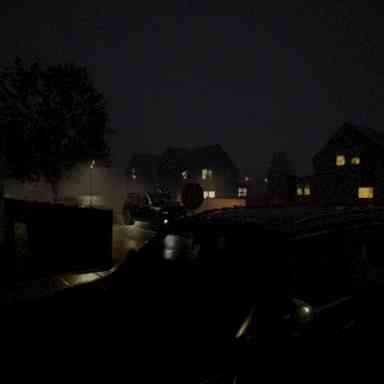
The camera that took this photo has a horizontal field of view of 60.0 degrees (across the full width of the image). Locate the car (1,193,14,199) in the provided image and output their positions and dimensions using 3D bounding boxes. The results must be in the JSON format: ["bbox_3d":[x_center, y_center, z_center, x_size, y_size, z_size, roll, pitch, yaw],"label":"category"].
[{"bbox_3d":[-44.946,1.017,81.099,2.033,1.411,5.357,1,0,-37],"label":"car"}]

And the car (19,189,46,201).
[{"bbox_3d":[-21.375,0.580,45.042,2.150,2.045,5.566,1,0,-37],"label":"car"}]

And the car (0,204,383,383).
[{"bbox_3d":[0.631,1.209,3.398,5.566,2.045,2.150,-1,0,-36],"label":"car"}]

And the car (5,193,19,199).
[{"bbox_3d":[-38.715,0.975,72.779,2.128,1.511,4.902,1,0,-37],"label":"car"}]

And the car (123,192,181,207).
[{"bbox_3d":[-2.063,1.034,19.071,2.150,2.045,5.566,1,0,-37],"label":"car"}]

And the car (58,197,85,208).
[{"bbox_3d":[-11.907,1.258,32.225,1.837,1.490,4.892,1,0,-37],"label":"car"}]
